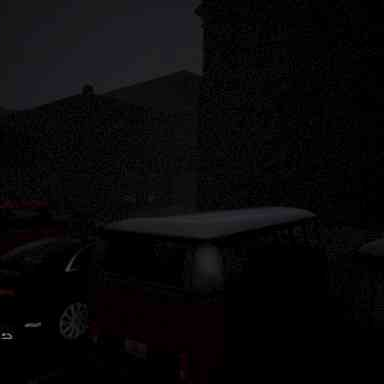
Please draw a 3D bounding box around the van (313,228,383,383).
[{"bbox_3d":[2.870,1.256,3.451,1.878,1.987,4.442,0,0,36],"label":"van"}]

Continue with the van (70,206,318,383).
[{"bbox_3d":[0.711,1.253,4.994,1.878,1.987,4.442,0,0,36],"label":"van"}]

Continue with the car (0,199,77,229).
[{"bbox_3d":[-3.964,1.213,8.226,2.435,2.045,5.566,0,0,36],"label":"car"}]

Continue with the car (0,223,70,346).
[{"bbox_3d":[-1.626,1.473,6.509,2.231,1.521,4.892,0,0,36],"label":"car"}]
